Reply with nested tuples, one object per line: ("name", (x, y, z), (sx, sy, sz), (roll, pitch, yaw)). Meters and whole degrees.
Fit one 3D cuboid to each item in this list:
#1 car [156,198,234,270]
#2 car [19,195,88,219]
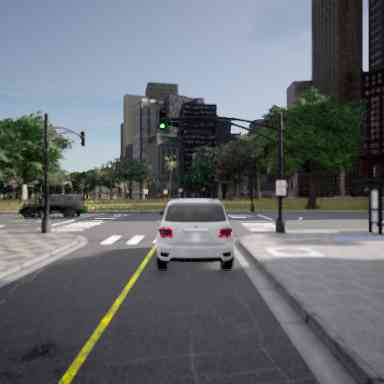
("car", (0.045, 1.215, 11.146), (2.150, 2.045, 5.566), (0, 0, -1))
("car", (-12.106, 1.252, 29.281), (5.566, 2.045, 2.150), (0, -1, -4))
